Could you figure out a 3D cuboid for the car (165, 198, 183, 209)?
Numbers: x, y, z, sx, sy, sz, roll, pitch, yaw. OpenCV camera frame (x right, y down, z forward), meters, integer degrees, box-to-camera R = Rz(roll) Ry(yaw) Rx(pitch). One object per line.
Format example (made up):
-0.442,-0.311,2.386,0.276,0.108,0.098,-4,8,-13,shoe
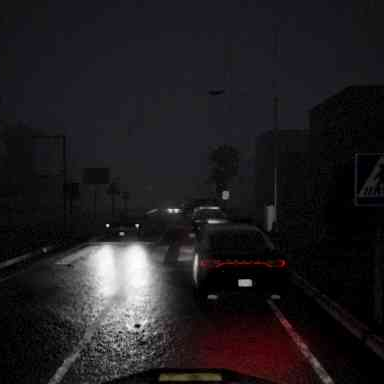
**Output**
-3.343,2.347,62.040,2.128,1.511,4.902,0,-1,0,car

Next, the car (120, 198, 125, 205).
-21.965,2.800,91.776,5.008,1.535,2.097,0,-1,0,car

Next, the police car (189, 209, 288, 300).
0.957,1.467,8.601,1.930,1.638,5.238,0,-1,0,police car

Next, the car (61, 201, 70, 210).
-21.982,2.141,51.306,4.892,1.521,2.231,0,-1,0,car

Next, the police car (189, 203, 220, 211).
0.946,1.609,18.612,1.930,1.638,5.238,0,-1,0,police car

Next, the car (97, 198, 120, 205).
-21.958,2.693,86.209,5.008,1.535,2.097,0,-1,0,car

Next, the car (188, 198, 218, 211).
0.944,1.501,24.537,2.150,2.045,5.566,0,-1,0,car

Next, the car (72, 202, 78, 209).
-21.991,2.191,54.579,5.008,1.535,2.097,0,-1,0,car

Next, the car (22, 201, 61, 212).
-21.987,2.129,48.030,4.674,1.452,2.002,0,-1,0,car

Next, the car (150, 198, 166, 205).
-8.876,2.747,88.964,4.892,1.521,2.231,0,-1,0,car

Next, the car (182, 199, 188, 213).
-0.018,2.112,45.844,1.837,1.490,4.892,0,-1,0,car

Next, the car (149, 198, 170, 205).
-8.909,2.550,91.770,5.566,2.045,2.435,0,-1,0,car

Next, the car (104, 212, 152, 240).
-3.379,1.762,18.299,1.895,1.301,4.718,0,-1,0,car
